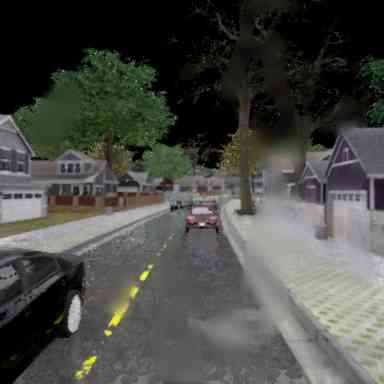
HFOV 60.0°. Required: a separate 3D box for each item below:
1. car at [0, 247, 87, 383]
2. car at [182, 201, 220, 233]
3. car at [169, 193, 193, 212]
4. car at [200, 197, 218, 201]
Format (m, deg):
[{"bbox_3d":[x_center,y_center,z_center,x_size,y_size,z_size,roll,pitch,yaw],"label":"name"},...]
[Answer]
[{"bbox_3d":[-2.778,1.464,3.757,1.882,1.535,5.008,0,0,1],"label":"car"},{"bbox_3d":[0.628,1.475,19.342,1.812,1.442,4.674,0,0,3],"label":"car"},{"bbox_3d":[-1.082,1.082,37.043,2.150,2.045,5.566,0,0,5],"label":"car"},{"bbox_3d":[1.917,1.351,37.499,2.128,1.511,4.902,0,0,5],"label":"car"}]
